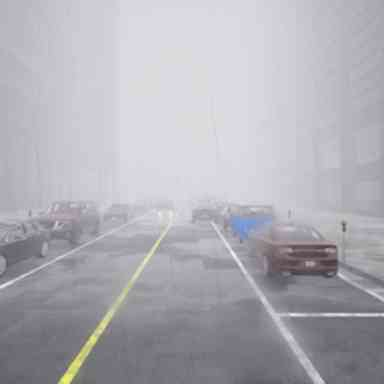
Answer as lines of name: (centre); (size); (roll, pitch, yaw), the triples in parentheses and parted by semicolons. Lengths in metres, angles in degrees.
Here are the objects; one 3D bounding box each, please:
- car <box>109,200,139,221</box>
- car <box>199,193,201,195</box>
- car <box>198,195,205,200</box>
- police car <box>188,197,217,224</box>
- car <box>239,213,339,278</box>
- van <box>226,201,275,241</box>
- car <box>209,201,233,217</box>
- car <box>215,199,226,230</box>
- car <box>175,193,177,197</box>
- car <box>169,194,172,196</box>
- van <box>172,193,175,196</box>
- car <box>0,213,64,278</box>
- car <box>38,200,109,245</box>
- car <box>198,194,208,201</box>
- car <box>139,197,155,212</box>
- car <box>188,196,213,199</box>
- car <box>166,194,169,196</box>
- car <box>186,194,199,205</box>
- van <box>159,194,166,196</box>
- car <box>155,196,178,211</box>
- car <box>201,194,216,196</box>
car: (-5.771, 1.561, 26.797); (1.947, 1.339, 4.313); (0, 0, 0)
car: (2.746, 1.316, 54.859); (2.192, 1.841, 5.009); (0, 0, 0)
car: (2.734, 1.567, 94.123); (1.887, 1.381, 4.507); (0, 0, 0)
police car: (0.891, 1.420, 25.039); (1.930, 1.638, 5.238); (0, 0, 0)
car: (2.759, 1.541, 9.987); (1.887, 1.381, 4.507); (0, 0, 0)
van: (2.758, 1.336, 15.595); (1.690, 1.788, 3.998); (0, 0, 0)
car: (2.753, 1.560, 32.422); (1.947, 1.339, 4.313); (0, 0, 0)
car: (2.756, 1.434, 21.204); (1.967, 1.590, 4.097); (0, 0, 0)
car: (-5.789, 1.335, 88.501); (2.192, 1.841, 5.009); (0, 0, 0)
car: (-5.782, 1.322, 66.063); (2.192, 1.841, 5.009); (0, 0, 0)
van: (-5.787, 1.358, 82.892); (1.690, 1.788, 3.998); (0, 0, 0)
car: (-5.766, 1.548, 9.969); (2.008, 1.369, 4.403); (0, 0, 0)
car: (-5.767, 1.311, 15.578); (2.192, 1.841, 5.009); (0, 0, 0)
car: (2.738, 1.330, 82.905); (2.192, 1.841, 5.009); (0, 0, 0)
car: (-5.774, 1.547, 38.016); (2.008, 1.369, 4.403); (0, 0, 0)
car: (0.841, 1.474, 34.922); (1.882, 1.535, 5.008); (0, 0, -1)
car: (-5.781, 1.445, 60.454); (1.967, 1.590, 4.097); (0, 0, 0)
car: (-0.016, 1.551, 58.710); (2.033, 1.411, 5.357); (0, 0, 0)
van: (-5.779, 1.343, 54.844); (1.690, 1.788, 3.998); (0, 0, 0)
car: (-3.105, 1.560, 39.917); (1.994, 1.385, 4.181); (0, 0, 0)
car: (2.748, 1.314, 49.250); (2.192, 1.841, 5.009); (0, 0, 0)
